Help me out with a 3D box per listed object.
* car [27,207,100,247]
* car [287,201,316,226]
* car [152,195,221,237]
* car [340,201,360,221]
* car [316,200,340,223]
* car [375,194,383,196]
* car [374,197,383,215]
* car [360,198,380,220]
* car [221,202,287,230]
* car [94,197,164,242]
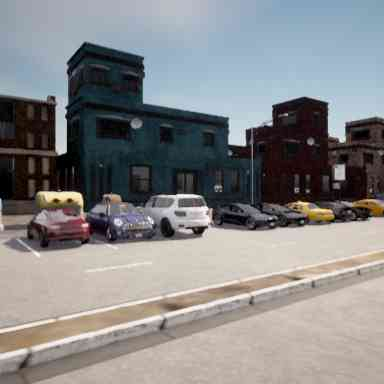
[{"bbox_3d":[-5.933,1.468,14.628,2.002,1.452,4.674,0,0,-35],"label":"car"},{"bbox_3d":[5.520,1.472,22.716,2.163,1.488,4.792,0,0,-35],"label":"car"},{"bbox_3d":[-1.315,1.179,17.941,2.435,2.045,5.566,0,0,-35],"label":"car"},{"bbox_3d":[10.020,1.484,25.978,2.163,1.488,4.792,0,0,-35],"label":"car"},{"bbox_3d":[7.663,1.445,24.499,1.946,1.575,5.366,0,0,-35],"label":"car"},{"bbox_3d":[21.368,1.231,33.989,2.435,2.045,5.566,0,0,-36],"label":"car"},{"bbox_3d":[16.824,1.472,30.787,2.097,1.535,5.008,0,0,-36],"label":"car"},{"bbox_3d":[12.200,1.460,27.495,2.097,1.535,5.008,0,0,-35],"label":"car"},{"bbox_3d":[3.254,1.467,21.110,2.163,1.488,4.792,0,0,-35],"label":"car"},{"bbox_3d":[-3.611,1.303,16.317,2.185,1.767,4.553,0,0,-35],"label":"car"}]
